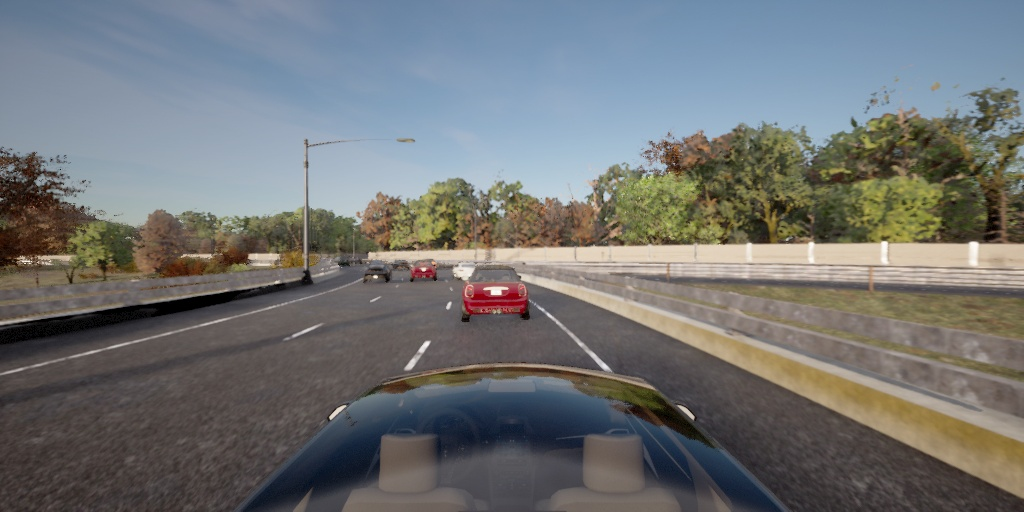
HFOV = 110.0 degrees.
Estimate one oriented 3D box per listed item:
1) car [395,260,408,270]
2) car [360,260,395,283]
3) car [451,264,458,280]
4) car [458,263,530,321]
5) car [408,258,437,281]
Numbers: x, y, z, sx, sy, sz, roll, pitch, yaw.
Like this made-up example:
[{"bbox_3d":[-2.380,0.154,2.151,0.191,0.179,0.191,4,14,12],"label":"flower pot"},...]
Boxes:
[{"bbox_3d":[-16.665,1.330,53.270,1.837,1.490,4.892,1,0,-28],"label":"car"},{"bbox_3d":[-10.716,1.304,28.828,1.837,1.490,4.892,0,0,-15],"label":"car"},{"bbox_3d":[-4.074,1.289,31.084,1.812,1.442,4.674,0,0,-15],"label":"car"},{"bbox_3d":[-0.694,1.101,12.734,2.097,1.767,4.553,0,0,-6],"label":"car"},{"bbox_3d":[-7.664,1.135,30.881,2.097,1.767,4.553,0,0,-15],"label":"car"}]
